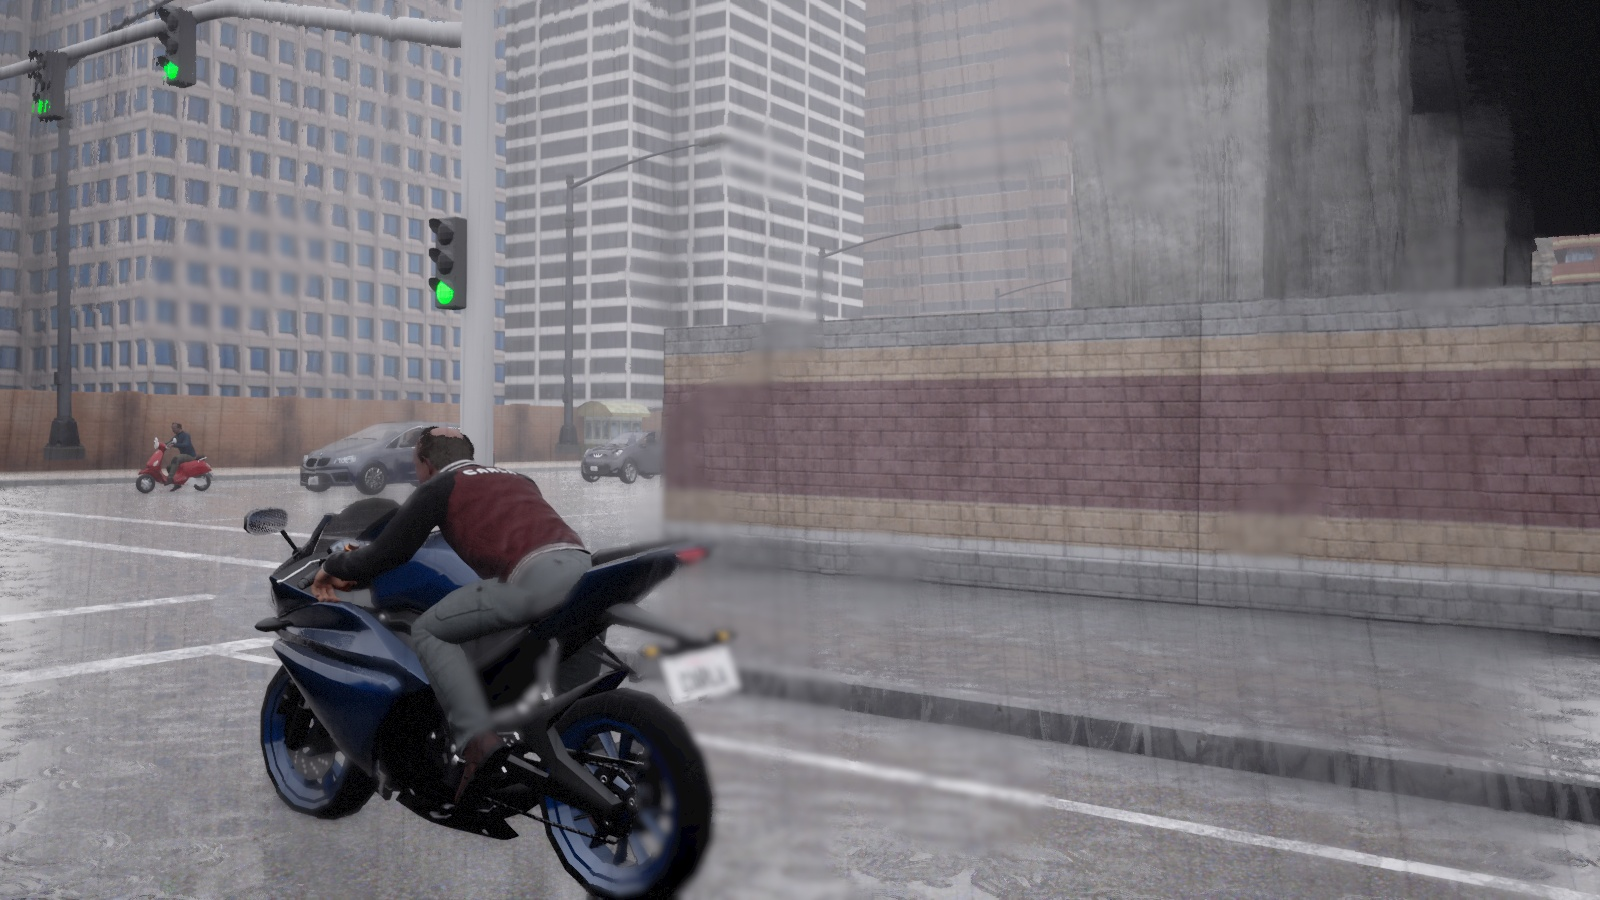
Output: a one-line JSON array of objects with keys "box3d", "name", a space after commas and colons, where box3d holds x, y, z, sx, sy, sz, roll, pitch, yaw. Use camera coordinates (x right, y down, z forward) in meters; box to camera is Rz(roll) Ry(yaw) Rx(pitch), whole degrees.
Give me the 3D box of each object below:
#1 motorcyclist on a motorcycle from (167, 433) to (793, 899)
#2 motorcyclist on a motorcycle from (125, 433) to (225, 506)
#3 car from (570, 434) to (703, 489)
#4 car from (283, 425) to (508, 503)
[{"box3d": [-1.183, 0.717, 4.409, 2.191, 1.530, 0.866, 0, 1, 34], "name": "motorcyclist on a motorcycle"}, {"box3d": [-14.162, 0.424, 28.516, 0.866, 1.590, 1.817, 0, 1, 34], "name": "motorcyclist on a motorcycle"}, {"box3d": [-4.681, 0.292, 36.289, 1.845, 1.501, 3.633, 0, 1, 34], "name": "car"}, {"box3d": [-9.350, 0.259, 29.396, 2.242, 1.667, 4.611, 0, 1, 34], "name": "car"}]
